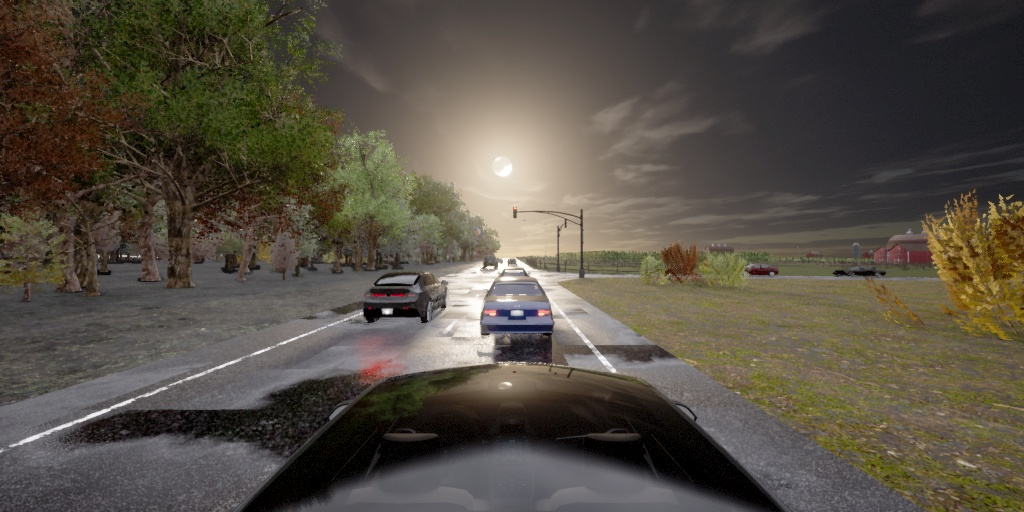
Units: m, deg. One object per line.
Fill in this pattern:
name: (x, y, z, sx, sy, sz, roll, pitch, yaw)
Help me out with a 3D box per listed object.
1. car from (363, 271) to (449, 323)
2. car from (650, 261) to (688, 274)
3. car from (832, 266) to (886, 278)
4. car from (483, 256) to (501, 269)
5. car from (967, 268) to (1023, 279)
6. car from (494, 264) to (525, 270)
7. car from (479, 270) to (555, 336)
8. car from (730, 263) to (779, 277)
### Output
car: (-3.395, 1.257, 12.185, 1.837, 1.490, 4.892, 0, 0, 0)
car: (18.101, 1.357, 41.782, 4.553, 1.767, 2.097, 1, -1, 1)
car: (40.217, 1.847, 41.634, 4.718, 1.301, 1.895, 1, -1, 1)
car: (-3.377, 0.978, 57.248, 2.150, 2.045, 5.566, 0, 0, 0)
car: (51.435, 1.909, 37.956, 4.718, 1.301, 1.895, 1, -1, 1)
car: (0.114, 1.318, 19.629, 1.994, 1.385, 4.181, 0, 0, 0)
car: (0.105, 1.300, 10.387, 2.033, 1.411, 5.357, 0, 0, 0)
car: (28.132, 1.592, 41.704, 5.008, 1.535, 1.882, 1, -1, 0)
